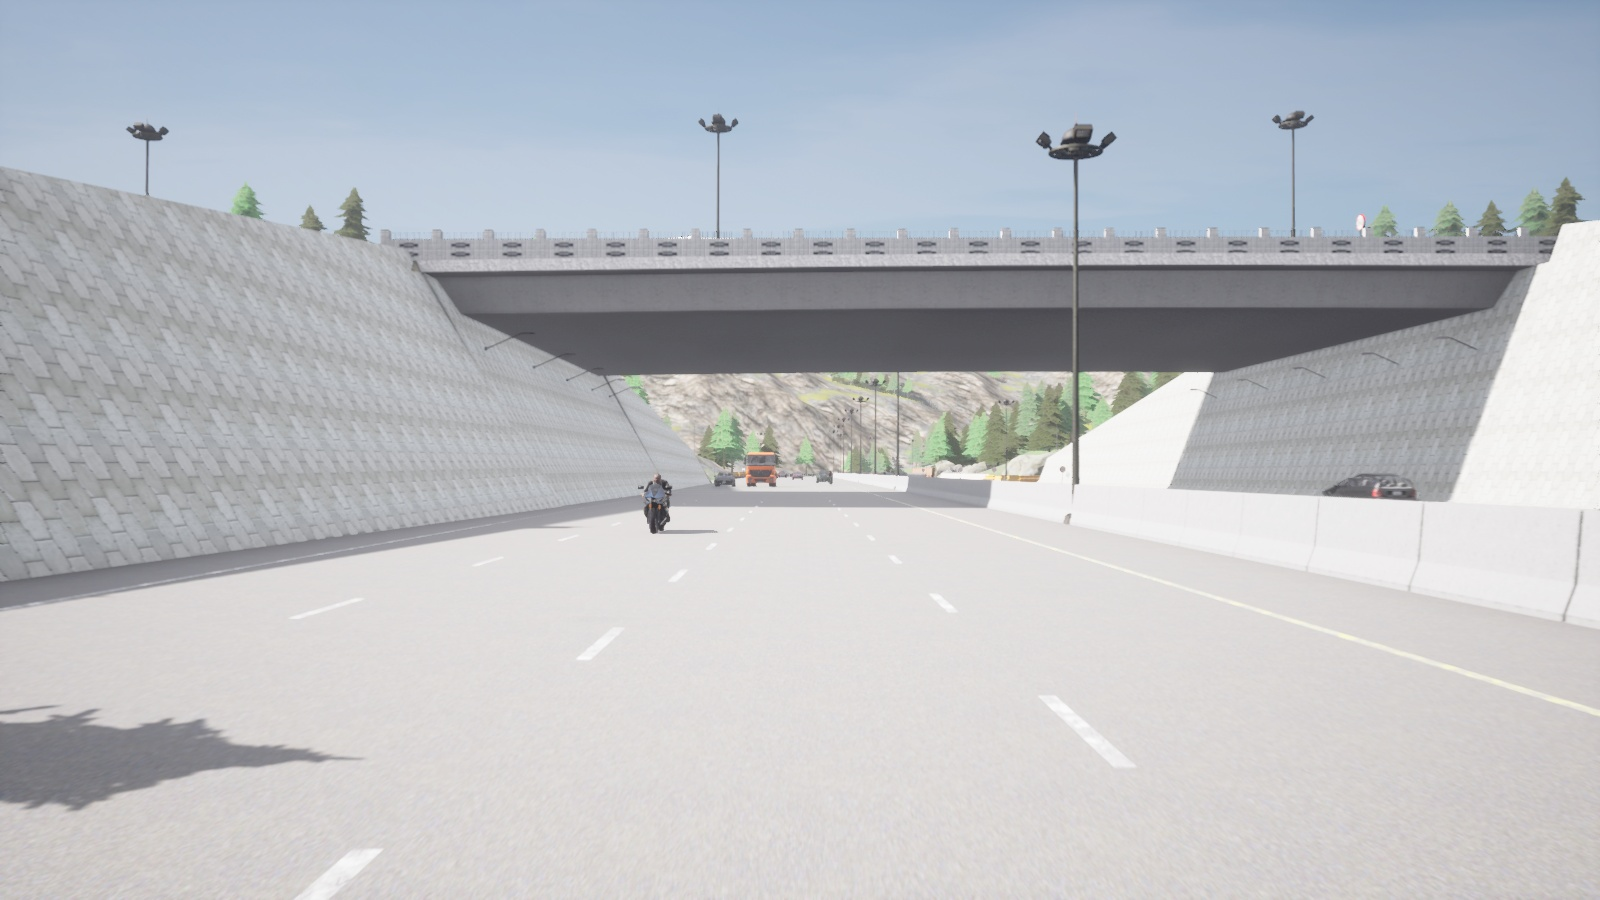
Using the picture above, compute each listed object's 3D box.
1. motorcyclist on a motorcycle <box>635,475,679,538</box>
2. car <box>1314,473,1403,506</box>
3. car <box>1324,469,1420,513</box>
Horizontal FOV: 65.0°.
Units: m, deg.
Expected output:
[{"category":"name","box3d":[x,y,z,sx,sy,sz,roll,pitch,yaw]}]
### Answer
[{"category":"motorcyclist on a motorcycle","box3d":[-3.577,1.393,31.615,0.866,1.530,2.191,0,-1,0]},{"category":"car","box3d":[24.367,1.701,54.976,1.994,1.385,4.181,0,-1,0]},{"category":"car","box3d":[20.888,1.480,46.015,1.789,1.549,3.705,0,-1,0]}]
